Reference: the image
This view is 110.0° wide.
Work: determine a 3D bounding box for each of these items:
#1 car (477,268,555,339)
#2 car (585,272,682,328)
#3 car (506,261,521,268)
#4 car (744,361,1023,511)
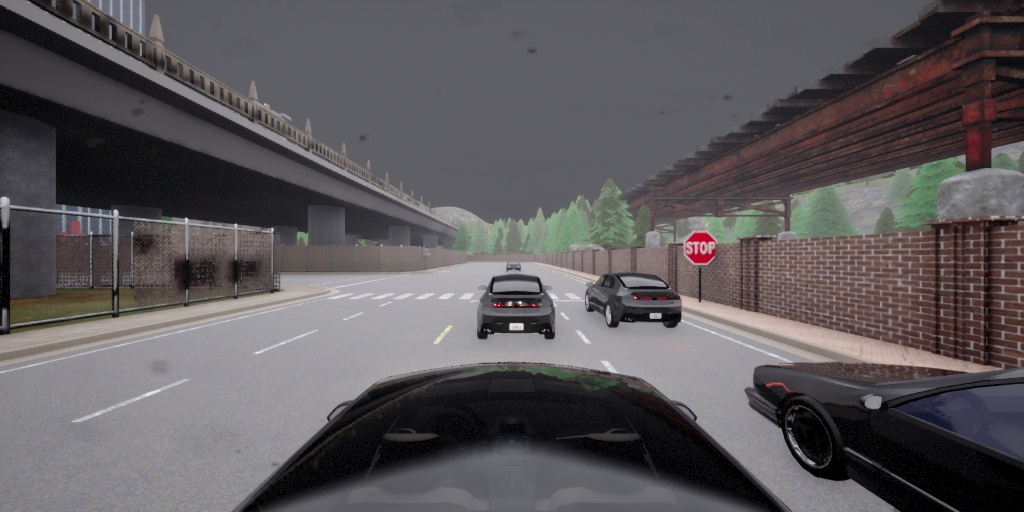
[{"bbox_3d":[0.099,1.255,10.034,1.837,1.490,4.892,0,0,0],"label":"car"},{"bbox_3d":[3.600,1.255,11.393,1.837,1.490,4.892,0,0,0],"label":"car"},{"bbox_3d":[0.184,1.351,46.316,1.895,1.301,4.718,0,0,-1],"label":"car"},{"bbox_3d":[3.600,1.297,1.647,2.033,1.411,5.357,0,0,0],"label":"car"}]
